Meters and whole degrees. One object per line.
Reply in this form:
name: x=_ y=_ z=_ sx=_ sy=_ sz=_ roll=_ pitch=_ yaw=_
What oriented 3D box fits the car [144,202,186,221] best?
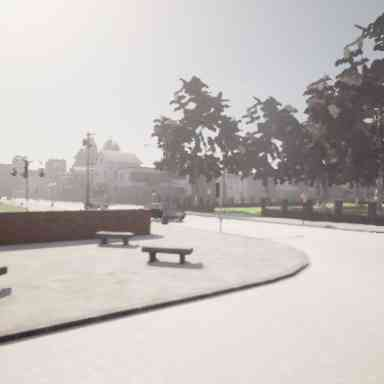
car: x=-2.365 y=1.644 z=27.855 sx=2.128 sy=1.511 sz=4.902 roll=1 pitch=0 yaw=-35

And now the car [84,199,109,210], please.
car: x=-11.939 y=1.642 z=41.473 sx=2.128 sy=1.511 sz=4.902 roll=1 pitch=0 yaw=-35
